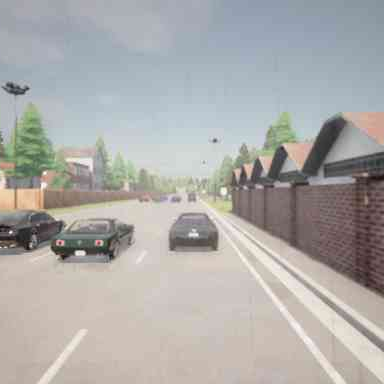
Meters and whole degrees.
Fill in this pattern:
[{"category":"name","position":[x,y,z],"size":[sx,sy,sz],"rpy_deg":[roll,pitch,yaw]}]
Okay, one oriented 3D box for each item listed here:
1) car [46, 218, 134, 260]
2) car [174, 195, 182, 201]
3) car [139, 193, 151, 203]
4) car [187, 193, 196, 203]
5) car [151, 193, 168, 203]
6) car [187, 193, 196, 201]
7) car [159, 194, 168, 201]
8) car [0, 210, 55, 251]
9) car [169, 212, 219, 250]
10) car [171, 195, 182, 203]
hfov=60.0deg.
[{"category":"car","position":[-3.442,1.609,12.536],"size":[1.895,1.301,4.718],"rpy_deg":[0,0,0]},{"category":"car","position":[-3.526,1.423,82.594],"size":[1.812,1.442,4.674],"rpy_deg":[0,0,0]},{"category":"car","position":[-10.523,1.558,73.325],"size":[1.812,1.442,4.674],"rpy_deg":[0,0,0]},{"category":"car","position":[-0.023,1.559,73.329],"size":[2.128,1.511,4.902],"rpy_deg":[0,0,0]},{"category":"car","position":[-7.023,1.558,72.174],"size":[2.128,1.511,4.902],"rpy_deg":[0,0,0]},{"category":"car","position":[-0.026,1.191,83.456],"size":[2.150,2.045,5.566],"rpy_deg":[0,0,0]},{"category":"car","position":[-7.026,1.376,82.593],"size":[1.882,1.535,5.008],"rpy_deg":[0,0,0]},{"category":"car","position":[-6.932,1.515,14.049],"size":[1.837,1.490,4.892],"rpy_deg":[0,0,0]},{"category":"car","position":[0.070,1.573,14.437],"size":[1.994,1.385,4.181],"rpy_deg":[0,0,0]},{"category":"car","position":[-3.523,1.511,72.175],"size":[1.882,1.535,5.008],"rpy_deg":[0,0,0]}]
